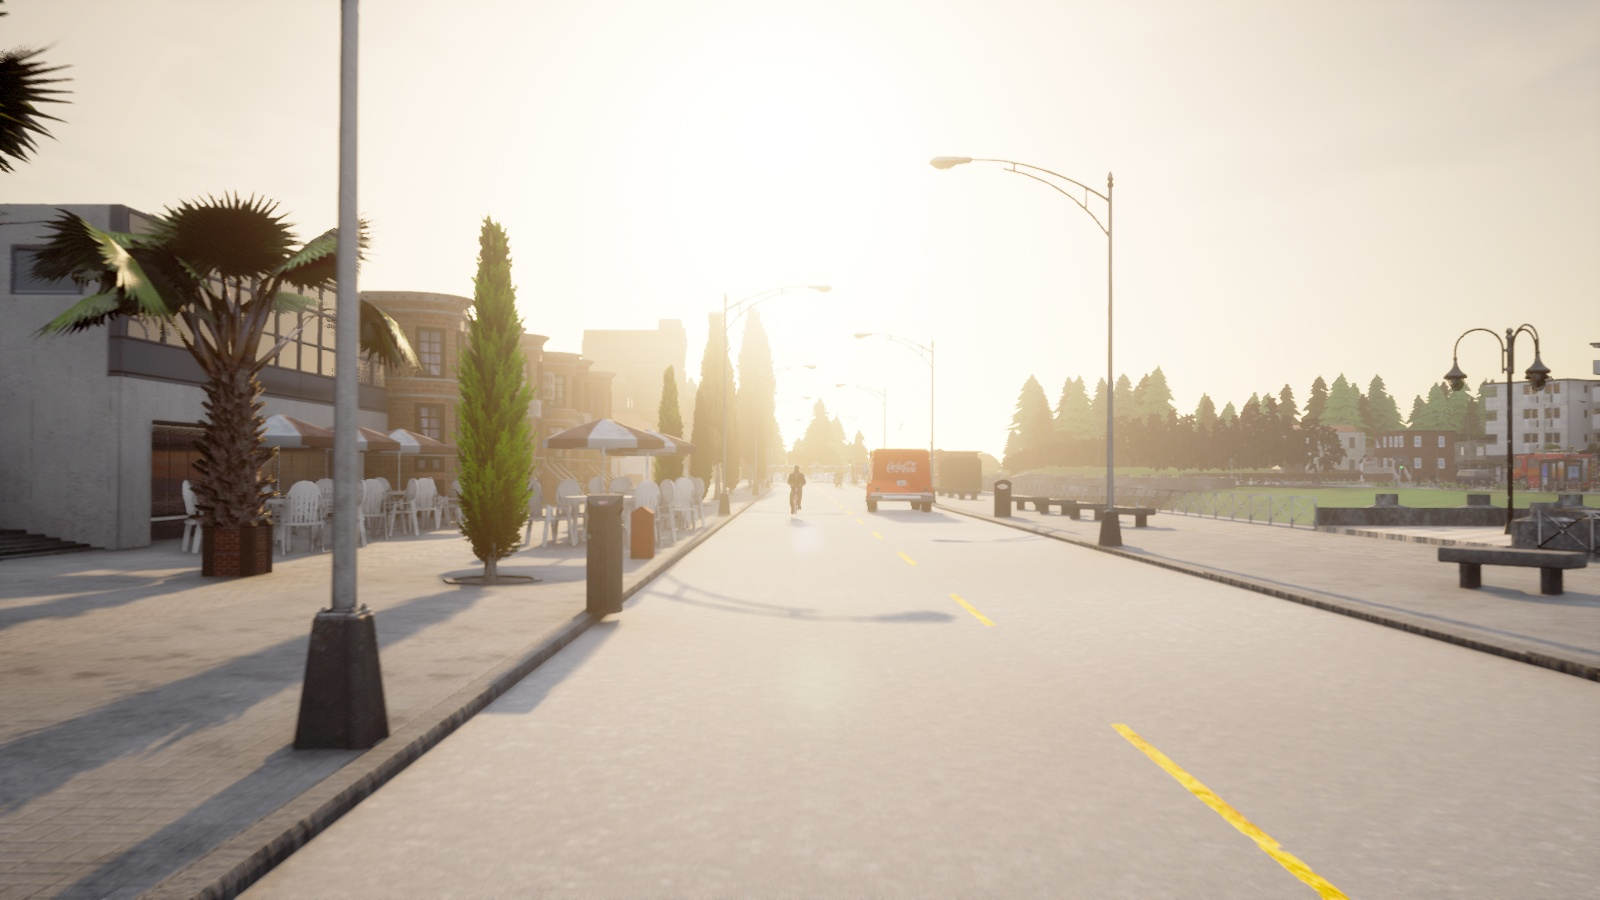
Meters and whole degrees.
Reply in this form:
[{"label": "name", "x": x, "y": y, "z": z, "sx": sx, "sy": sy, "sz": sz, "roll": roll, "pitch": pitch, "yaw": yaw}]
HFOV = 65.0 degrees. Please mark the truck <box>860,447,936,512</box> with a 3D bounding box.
[{"label": "truck", "x": 3.867, "y": 1.157, "z": 50.439, "sx": 2.627, "sy": 2.467, "sz": 5.204, "roll": 0, "pitch": -1, "yaw": 0}]
